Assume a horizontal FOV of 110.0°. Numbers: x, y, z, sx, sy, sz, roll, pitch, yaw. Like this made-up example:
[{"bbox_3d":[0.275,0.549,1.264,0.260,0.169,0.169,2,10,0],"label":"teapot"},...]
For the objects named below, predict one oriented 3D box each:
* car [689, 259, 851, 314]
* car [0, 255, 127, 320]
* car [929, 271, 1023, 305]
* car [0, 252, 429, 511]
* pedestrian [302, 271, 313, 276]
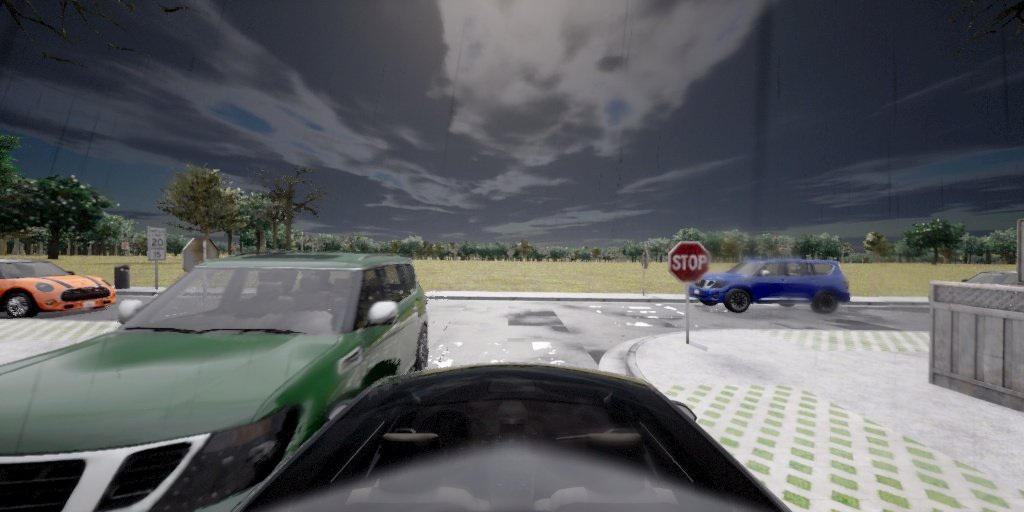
[{"bbox_3d":[10.186,1.125,14.368,5.566,2.045,2.150,1,0,0],"label":"car"},{"bbox_3d":[-15.535,0.897,11.269,4.553,1.767,2.097,1,0,0],"label":"car"},{"bbox_3d":[19.889,1.392,14.418,4.553,1.767,2.097,1,0,0],"label":"car"},{"bbox_3d":[-2.353,0.972,4.077,2.150,2.045,5.566,1,0,-4],"label":"car"},{"bbox_3d":[-9.692,0.750,17.161,0.375,1.860,0.375,0,-1,0],"label":"pedestrian"}]
